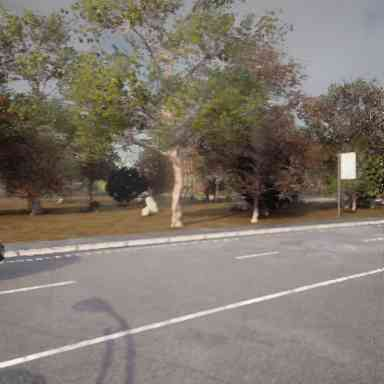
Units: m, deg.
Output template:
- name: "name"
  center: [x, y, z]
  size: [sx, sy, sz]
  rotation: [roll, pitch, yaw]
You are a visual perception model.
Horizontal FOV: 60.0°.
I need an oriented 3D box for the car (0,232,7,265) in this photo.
- name: "car"
  center: [-6.990, 1.463, 7.495]
  size: [4.902, 1.511, 2.128]
  rotation: [0, 0, -36]
